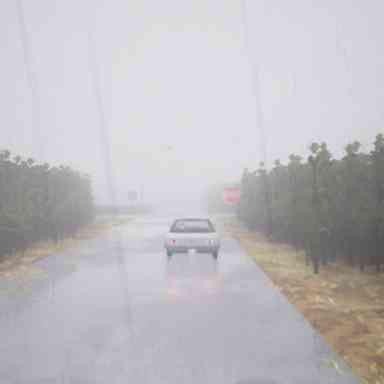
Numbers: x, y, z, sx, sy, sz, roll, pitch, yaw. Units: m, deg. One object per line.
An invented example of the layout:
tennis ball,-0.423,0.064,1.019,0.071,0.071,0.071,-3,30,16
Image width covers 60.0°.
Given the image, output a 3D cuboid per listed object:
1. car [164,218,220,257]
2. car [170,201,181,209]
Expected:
car,0.022,1.676,13.202,1.895,1.301,4.718,0,0,0
car,-3.091,2.410,63.653,2.033,1.411,5.357,0,-1,1
